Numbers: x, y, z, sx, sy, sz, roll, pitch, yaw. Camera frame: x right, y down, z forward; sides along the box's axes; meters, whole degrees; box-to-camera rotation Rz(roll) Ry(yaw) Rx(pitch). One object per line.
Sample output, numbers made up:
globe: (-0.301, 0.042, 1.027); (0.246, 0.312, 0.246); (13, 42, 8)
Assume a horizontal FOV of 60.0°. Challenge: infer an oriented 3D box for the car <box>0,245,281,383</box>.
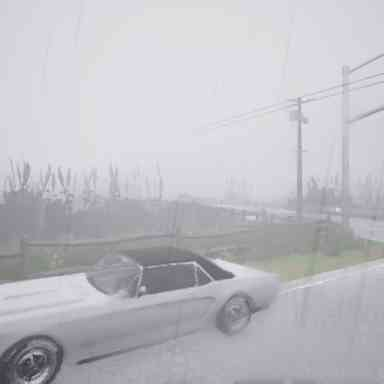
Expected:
car: (-0.928, 1.604, 5.224); (4.718, 1.301, 1.895); (0, 0, -32)
